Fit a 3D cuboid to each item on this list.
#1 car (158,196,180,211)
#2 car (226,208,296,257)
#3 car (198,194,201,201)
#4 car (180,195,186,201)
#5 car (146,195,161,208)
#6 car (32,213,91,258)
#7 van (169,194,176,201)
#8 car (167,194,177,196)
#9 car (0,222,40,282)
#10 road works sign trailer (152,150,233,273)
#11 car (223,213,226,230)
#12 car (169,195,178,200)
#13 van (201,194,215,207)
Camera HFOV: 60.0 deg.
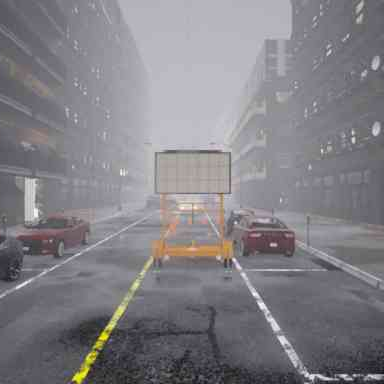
[{"bbox_3d":[-2.755,1.534,41.253,1.812,1.442,4.674,0,0,0],"label":"car"},{"bbox_3d":[2.603,1.547,12.795,1.887,1.381,4.507,1,0,0],"label":"car"},{"bbox_3d":[2.773,1.333,86.516,2.192,1.841,5.009,1,0,0],"label":"car"},{"bbox_3d":[-2.554,1.543,86.632,1.812,1.442,4.674,0,0,0],"label":"car"},{"bbox_3d":[-5.197,1.324,46.808,2.192,1.841,5.009,1,0,0],"label":"car"},{"bbox_3d":[-5.277,1.547,12.783,1.887,1.381,4.507,1,0,0],"label":"car"},{"bbox_3d":[-5.107,1.359,86.504,1.690,1.788,3.998,1,0,0],"label":"van"},{"bbox_3d":[-5.133,1.330,75.162,2.192,1.841,5.009,1,0,0],"label":"car"},{"bbox_3d":[-5.290,1.567,7.112,1.947,1.339,4.313,1,0,0],"label":"car"},{"bbox_3d":[0.028,0.467,10.647,2.380,3.560,2.880,0,0,0],"label":"road works sign trailer"},{"bbox_3d":[2.616,1.555,18.466,2.008,1.369,4.403,1,0,0],"label":"car"},{"bbox_3d":[-5.097,1.570,92.174,2.008,1.369,4.403,1,0,0],"label":"car"},{"bbox_3d":[2.696,1.351,52.491,1.690,1.788,3.998,1,0,0],"label":"van"}]
